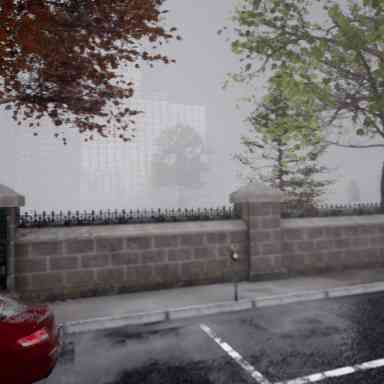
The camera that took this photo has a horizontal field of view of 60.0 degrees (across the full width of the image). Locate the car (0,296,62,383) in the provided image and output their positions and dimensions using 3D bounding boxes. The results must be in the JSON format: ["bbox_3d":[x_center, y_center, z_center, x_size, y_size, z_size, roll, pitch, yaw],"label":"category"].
[{"bbox_3d":[-3.750,1.873,3.814,4.206,1.307,1.802,-1,-3,-19],"label":"car"}]
